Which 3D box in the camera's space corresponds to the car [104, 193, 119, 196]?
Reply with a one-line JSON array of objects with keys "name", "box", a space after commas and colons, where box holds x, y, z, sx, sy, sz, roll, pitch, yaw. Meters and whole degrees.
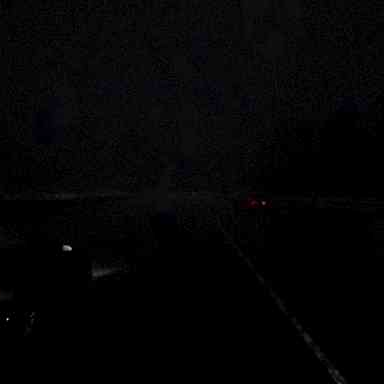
[{"name": "car", "box": [-17.521, 1.225, 73.914, 1.994, 1.385, 4.181, 0, 0, 0]}]

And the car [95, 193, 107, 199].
[{"name": "car", "box": [-24.525, 1.112, 89.694, 1.837, 1.490, 4.892, 0, 0, 0]}]

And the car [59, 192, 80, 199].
[{"name": "car", "box": [-21.041, 1.260, 58.503, 1.812, 1.442, 4.674, 0, 0, 1]}]

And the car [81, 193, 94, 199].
[{"name": "car", "box": [-28.025, 1.110, 89.332, 1.837, 1.490, 4.892, 0, 0, 0]}]

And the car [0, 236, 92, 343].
[{"name": "car", "box": [-3.402, 1.527, 6.370, 1.994, 1.385, 4.181, 0, 0, 0]}]

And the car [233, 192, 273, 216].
[{"name": "car", "box": [5.595, 1.045, 30.962, 2.150, 2.045, 5.566, -2, 0, -11]}]

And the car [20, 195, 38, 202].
[{"name": "car", "box": [-28.036, 1.240, 57.953, 1.837, 1.490, 4.892, 0, 0, 1]}]

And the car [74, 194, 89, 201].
[{"name": "car", "box": [-24.521, 1.172, 73.895, 1.837, 1.490, 4.892, 0, 0, 0]}]

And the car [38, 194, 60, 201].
[{"name": "car", "box": [-24.535, 1.336, 58.399, 1.895, 1.301, 4.718, 0, 0, 0]}]

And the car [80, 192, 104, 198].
[{"name": "car", "box": [-17.544, 1.239, 58.559, 1.837, 1.490, 4.892, 0, 0, 1]}]

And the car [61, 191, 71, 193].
[{"name": "car", "box": [-28.021, 0.899, 73.532, 2.150, 2.045, 5.566, 0, 0, 0]}]

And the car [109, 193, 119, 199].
[{"name": "car", "box": [-21.025, 1.136, 89.789, 1.812, 1.442, 4.674, 0, 0, 0]}]

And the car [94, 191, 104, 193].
[{"name": "car", "box": [-21.021, 0.897, 73.958, 2.150, 2.045, 5.566, 0, 0, 0]}]
